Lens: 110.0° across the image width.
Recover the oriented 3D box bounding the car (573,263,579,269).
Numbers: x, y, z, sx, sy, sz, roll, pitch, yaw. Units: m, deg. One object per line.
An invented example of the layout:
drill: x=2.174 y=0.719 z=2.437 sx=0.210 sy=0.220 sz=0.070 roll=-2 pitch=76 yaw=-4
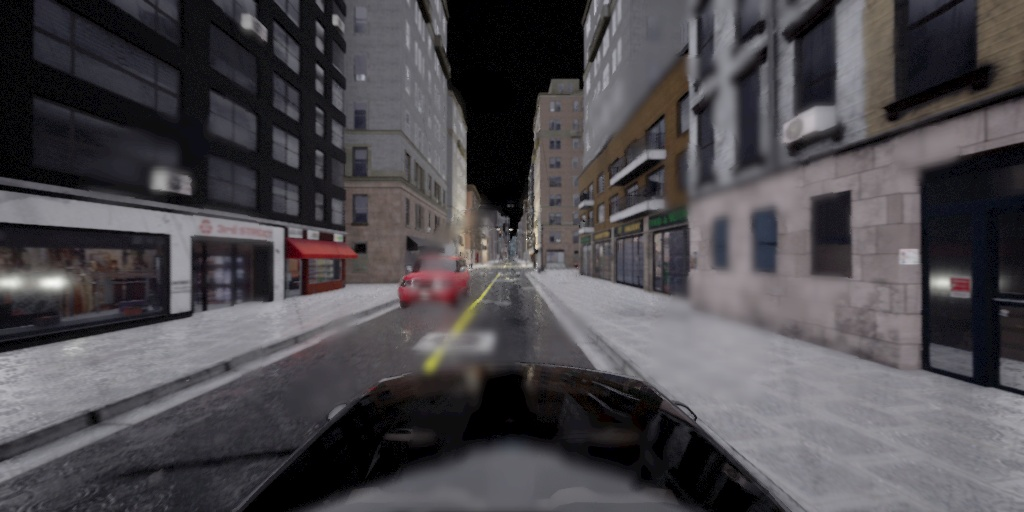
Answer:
car: x=12.139 y=1.324 z=58.120 sx=4.507 sy=1.381 sz=1.888 roll=0 pitch=0 yaw=0

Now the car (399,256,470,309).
car: x=-3.102 y=1.009 z=15.543 sx=2.150 sy=2.045 sz=5.566 roll=0 pitch=0 yaw=0
